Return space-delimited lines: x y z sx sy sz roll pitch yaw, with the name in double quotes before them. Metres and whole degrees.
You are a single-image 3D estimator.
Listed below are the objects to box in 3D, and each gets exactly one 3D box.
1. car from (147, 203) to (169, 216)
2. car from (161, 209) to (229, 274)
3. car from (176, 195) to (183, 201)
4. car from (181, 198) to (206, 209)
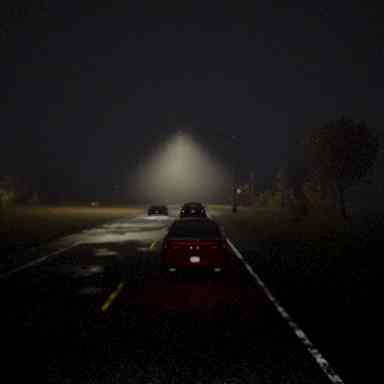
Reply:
"car" -3.595 1.876 35.865 1.994 1.385 4.181 0 -1 0
"car" 0.085 1.571 10.940 1.882 1.535 5.008 0 0 0
"car" -3.427 2.175 87.487 1.994 1.385 4.181 0 -1 -2
"car" 0.092 1.598 28.495 2.097 1.767 4.553 0 -1 0
